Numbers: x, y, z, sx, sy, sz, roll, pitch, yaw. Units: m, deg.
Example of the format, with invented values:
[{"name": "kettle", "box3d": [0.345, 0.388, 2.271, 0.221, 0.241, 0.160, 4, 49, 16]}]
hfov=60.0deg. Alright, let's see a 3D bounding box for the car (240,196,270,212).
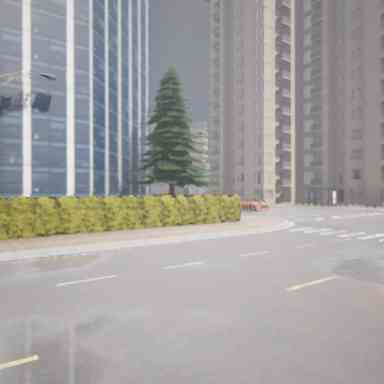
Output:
[{"name": "car", "box3d": [6.563, 1.312, 37.610, 2.097, 1.767, 4.553, 0, 0, -35]}]
